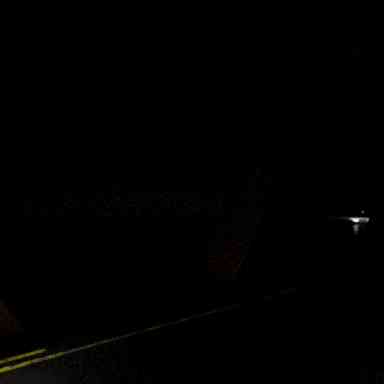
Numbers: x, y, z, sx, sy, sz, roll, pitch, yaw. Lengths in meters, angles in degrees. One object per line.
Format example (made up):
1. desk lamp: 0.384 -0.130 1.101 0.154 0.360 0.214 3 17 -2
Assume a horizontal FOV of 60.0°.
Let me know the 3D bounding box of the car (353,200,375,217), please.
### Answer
1. car: 15.287 1.393 27.794 4.181 1.385 1.994 0 0 -35
